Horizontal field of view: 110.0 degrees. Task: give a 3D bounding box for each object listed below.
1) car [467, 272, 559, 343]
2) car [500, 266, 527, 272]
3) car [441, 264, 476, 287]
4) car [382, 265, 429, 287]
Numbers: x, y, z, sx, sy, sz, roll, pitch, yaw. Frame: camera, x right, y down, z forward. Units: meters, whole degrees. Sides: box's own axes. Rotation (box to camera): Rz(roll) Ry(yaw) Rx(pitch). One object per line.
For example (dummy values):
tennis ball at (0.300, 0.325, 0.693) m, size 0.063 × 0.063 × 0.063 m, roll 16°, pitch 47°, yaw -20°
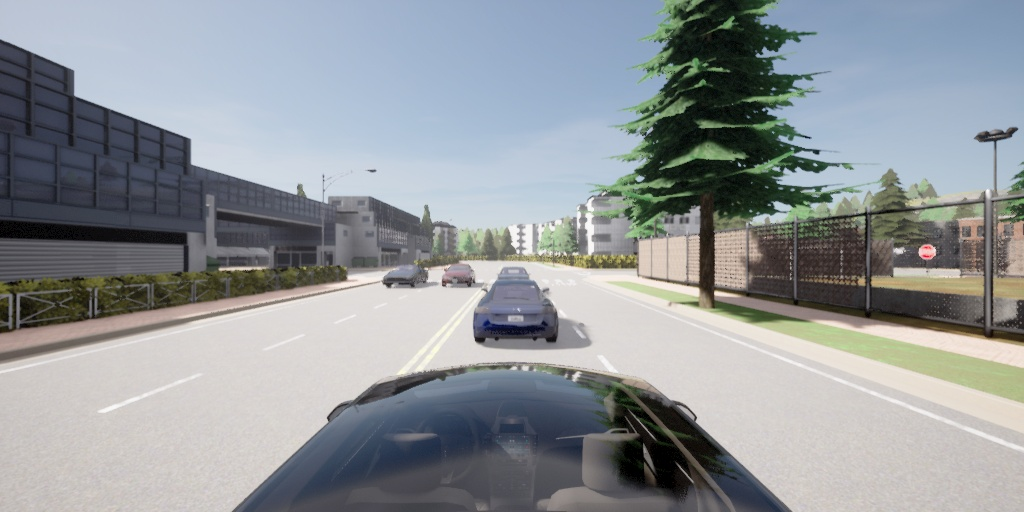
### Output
car at (0.088, 1.305, 9.680) m, size 1.994 × 1.385 × 4.181 m, roll 0°, pitch 0°, yaw 0°
car at (0.087, 1.277, 19.883) m, size 2.033 × 1.411 × 5.357 m, roll 0°, pitch 0°, yaw 0°
car at (-3.496, 1.266, 24.229) m, size 1.812 × 1.442 × 4.674 m, roll 0°, pitch 0°, yaw 0°
car at (-6.996, 1.285, 24.235) m, size 2.033 × 1.411 × 5.357 m, roll 0°, pitch 0°, yaw 0°
